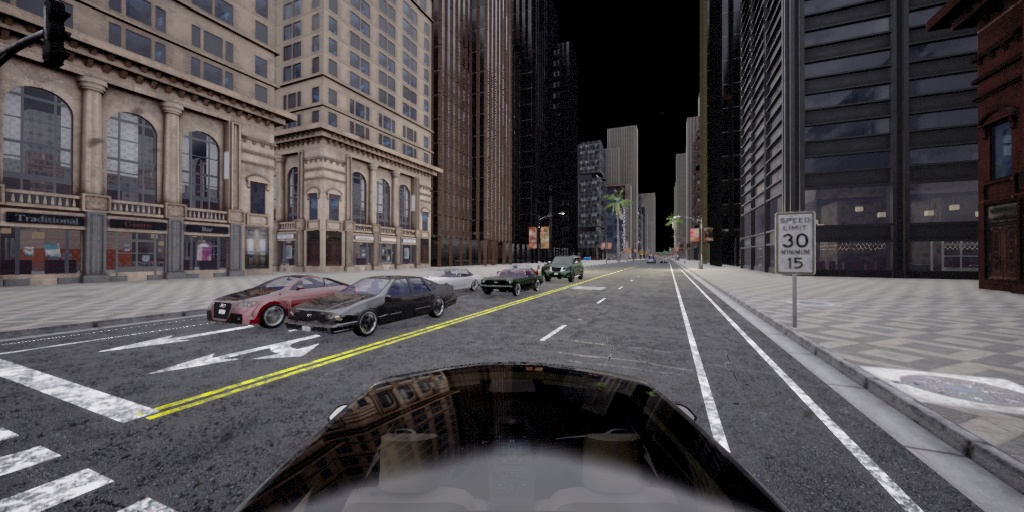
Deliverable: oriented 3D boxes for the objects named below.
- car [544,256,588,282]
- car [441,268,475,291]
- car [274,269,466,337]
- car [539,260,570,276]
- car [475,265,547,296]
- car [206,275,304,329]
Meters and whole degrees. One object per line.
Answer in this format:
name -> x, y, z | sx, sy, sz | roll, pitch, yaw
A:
car -> 4.376, 0.987, 29.369 | 2.150, 2.045, 5.566 | 0, 0, 23
car -> -3.481, 1.357, 19.468 | 1.895, 1.301, 4.718 | 0, 0, 24
car -> -3.721, 1.299, 10.770 | 2.033, 1.411, 5.357 | 0, 0, 24
car -> 4.601, 1.251, 37.946 | 1.882, 1.535, 5.008 | 0, 0, 24
car -> 0.105, 1.358, 19.562 | 1.895, 1.301, 4.718 | 0, 0, 24
car -> -6.972, 1.316, 11.433 | 1.994, 1.385, 4.181 | 0, 0, 24
